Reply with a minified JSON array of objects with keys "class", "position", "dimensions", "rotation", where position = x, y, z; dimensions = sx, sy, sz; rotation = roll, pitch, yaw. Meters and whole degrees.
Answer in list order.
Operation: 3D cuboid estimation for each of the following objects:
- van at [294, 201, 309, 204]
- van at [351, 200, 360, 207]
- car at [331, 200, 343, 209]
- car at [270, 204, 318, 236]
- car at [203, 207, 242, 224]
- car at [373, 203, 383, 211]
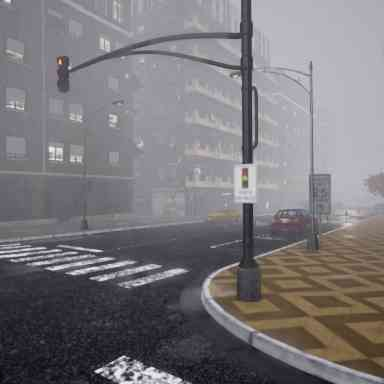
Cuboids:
[{"class":"van","position":[15.959,2.174,48.483],"dimensions":[1.690,1.788,3.998],"rotation":[-2,-2,35]},{"class":"van","position":[42.042,2.882,85.392],"dimensions":[1.690,1.788,3.998],"rotation":[-2,-2,35]},{"class":"car","position":[29.018,2.501,66.926],"dimensions":[2.192,1.841,5.009],"rotation":[-2,-2,35]},{"class":"car","position":[6.423,1.750,20.628],"dimensions":[1.967,1.590,4.097],"rotation":[-2,-2,35]},{"class":"car","position":[2.804,2.002,29.898],"dimensions":[1.752,1.417,4.829],"rotation":[-2,-2,35]},{"class":"car","position":[32.543,2.583,57.508],"dimensions":[1.947,1.339,4.313],"rotation":[-2,-2,35]}]
